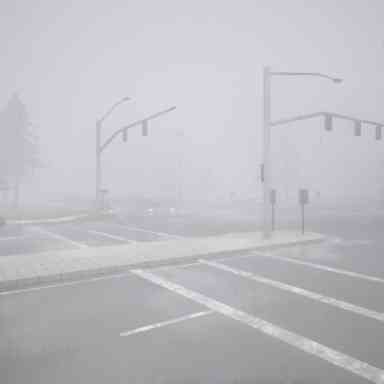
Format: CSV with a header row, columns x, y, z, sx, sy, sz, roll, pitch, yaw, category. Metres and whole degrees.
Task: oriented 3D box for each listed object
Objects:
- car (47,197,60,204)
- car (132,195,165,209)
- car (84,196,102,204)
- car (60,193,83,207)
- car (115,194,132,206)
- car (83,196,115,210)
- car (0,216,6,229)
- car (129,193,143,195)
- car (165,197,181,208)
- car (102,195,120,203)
x,y,z,sx,sy,sz,roll,pitch,yaw,category
-26.462,1.564,63.691,1.994,1.385,4.181,0,0,-35,car
-6.237,1.505,46.899,1.837,1.490,4.892,0,0,-35,car
-19.863,1.493,66.486,2.128,1.511,4.902,0,0,-35,car
-18.560,1.220,52.280,2.150,2.045,5.566,0,0,-34,car
-12.411,1.506,55.713,1.837,1.490,4.892,0,0,-35,car
-12.035,1.505,42.973,1.837,1.490,4.892,0,0,-35,car
-12.586,1.601,17.541,4.718,1.301,1.895,0,0,-34,car
-9.486,1.223,57.647,2.150,2.045,5.566,0,0,-35,car
-3.455,1.505,49.028,1.837,1.490,4.892,0,0,-35,car
-16.464,1.475,67.736,1.882,1.535,5.008,0,0,-35,car
